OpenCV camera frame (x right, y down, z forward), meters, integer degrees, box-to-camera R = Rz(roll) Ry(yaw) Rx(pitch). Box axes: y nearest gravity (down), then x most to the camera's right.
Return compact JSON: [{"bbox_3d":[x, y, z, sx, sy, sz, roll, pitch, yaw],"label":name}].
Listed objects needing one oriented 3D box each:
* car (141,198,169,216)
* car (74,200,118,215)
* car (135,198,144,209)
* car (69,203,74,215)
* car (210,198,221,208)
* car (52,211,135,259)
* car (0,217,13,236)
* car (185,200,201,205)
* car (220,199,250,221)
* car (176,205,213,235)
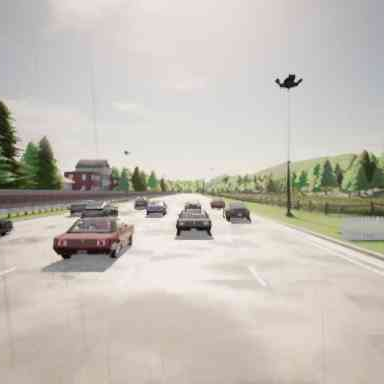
[{"bbox_3d":[-3.401,1.568,33.088,2.033,1.411,5.357,0,0,0],"label":"car"},{"bbox_3d":[-6.901,1.508,25.367,2.128,1.511,4.902,0,0,0],"label":"car"},{"bbox_3d":[-6.900,1.521,47.023,2.128,1.511,4.902,0,0,0],"label":"car"},{"bbox_3d":[-10.444,1.513,32.785,2.128,1.511,4.902,0,0,0],"label":"car"},{"bbox_3d":[3.600,1.592,47.299,1.994,1.385,4.181,0,0,0],"label":"car"},{"bbox_3d":[-3.399,1.609,12.543,1.895,1.301,4.718,0,0,0],"label":"car"},{"bbox_3d":[-10.398,1.575,15.815,1.994,1.385,4.181,0,0,0],"label":"car"},{"bbox_3d":[0.100,1.624,38.962,1.895,1.301,4.718,0,0,0],"label":"car"},{"bbox_3d":[3.599,1.542,27.271,1.812,1.442,4.674,0,0,0],"label":"car"},{"bbox_3d":[0.099,1.612,18.883,1.895,1.301,4.718,0,0,0],"label":"car"}]
